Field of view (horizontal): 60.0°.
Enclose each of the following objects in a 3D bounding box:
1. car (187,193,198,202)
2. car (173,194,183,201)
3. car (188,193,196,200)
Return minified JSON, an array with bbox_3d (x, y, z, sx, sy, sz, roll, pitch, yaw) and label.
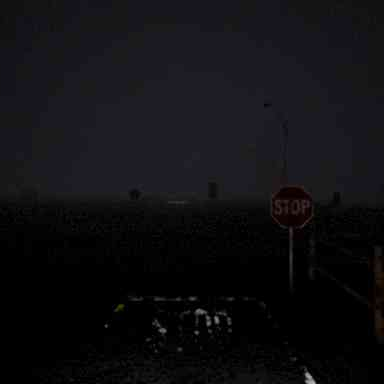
[{"bbox_3d":[0.028,1.169,63.446,1.812,1.442,4.674,0,0,0],"label":"car"},{"bbox_3d":[-2.721,1.139,67.620,1.882,1.535,5.008,0,0,0],"label":"car"},{"bbox_3d":[0.033,0.922,73.451,1.837,1.490,4.892,0,0,0],"label":"car"}]
